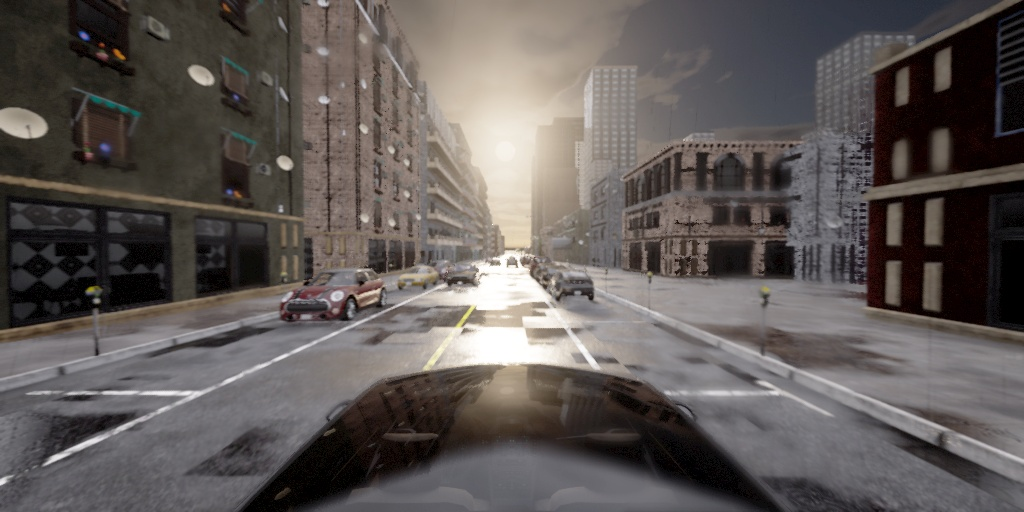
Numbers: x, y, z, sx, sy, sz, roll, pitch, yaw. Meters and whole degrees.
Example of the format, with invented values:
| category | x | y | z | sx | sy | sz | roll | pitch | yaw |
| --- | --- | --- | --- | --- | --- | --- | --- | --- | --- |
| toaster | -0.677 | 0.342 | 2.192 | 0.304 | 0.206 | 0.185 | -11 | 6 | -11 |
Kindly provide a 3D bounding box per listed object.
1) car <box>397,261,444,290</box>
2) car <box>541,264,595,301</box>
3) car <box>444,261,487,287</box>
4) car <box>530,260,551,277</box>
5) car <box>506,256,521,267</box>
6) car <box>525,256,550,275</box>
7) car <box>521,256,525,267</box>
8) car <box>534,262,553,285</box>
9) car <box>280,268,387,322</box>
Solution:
| category | x | y | z | sx | sy | sz | roll | pitch | yaw |
| --- | --- | --- | --- | --- | --- | --- | --- | --- | --- |
| car | -5.689 | 1.204 | 22.169 | 1.751 | 1.417 | 4.829 | 0 | 0 | 0 |
| car | 2.692 | 1.258 | 16.817 | 2.007 | 1.370 | 4.403 | 0 | 0 | 0 |
| car | -3.096 | 1.220 | 24.011 | 2.033 | 1.411 | 5.357 | 0 | 0 | 0 |
| car | 2.660 | 1.224 | 27.968 | 1.948 | 1.339 | 4.313 | 0 | 0 | 0 |
| car | 0.008 | 1.036 | 58.419 | 2.128 | 1.511 | 4.902 | 0 | 0 | 0 |
| car | 2.661 | 0.953 | 33.548 | 2.192 | 1.841 | 5.009 | 0 | 0 | 0 |
| car | 2.664 | 0.847 | 61.447 | 2.192 | 1.841 | 5.009 | 0 | 0 | 0 |
| car | 2.660 | 1.244 | 22.389 | 1.948 | 1.339 | 4.313 | 0 | 0 | 0 |
| car | -5.690 | 1.155 | 11.916 | 1.967 | 1.591 | 4.097 | 0 | 0 | 0 |
